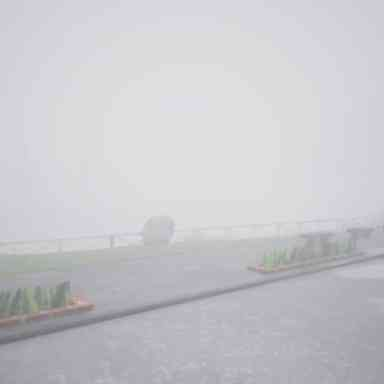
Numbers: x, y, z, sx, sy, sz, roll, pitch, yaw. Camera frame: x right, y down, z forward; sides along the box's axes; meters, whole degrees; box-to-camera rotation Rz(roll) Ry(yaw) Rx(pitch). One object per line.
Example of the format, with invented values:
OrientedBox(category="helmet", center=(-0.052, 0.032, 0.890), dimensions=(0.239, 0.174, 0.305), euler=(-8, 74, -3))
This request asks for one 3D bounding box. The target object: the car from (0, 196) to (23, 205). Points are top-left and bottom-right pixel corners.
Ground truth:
OrientedBox(category="car", center=(-31.978, 1.524, 57.279), dimensions=(5.008, 1.535, 1.882), euler=(0, 0, -35))
